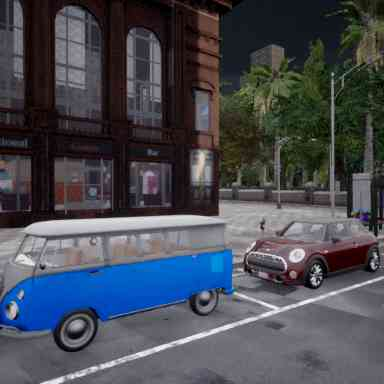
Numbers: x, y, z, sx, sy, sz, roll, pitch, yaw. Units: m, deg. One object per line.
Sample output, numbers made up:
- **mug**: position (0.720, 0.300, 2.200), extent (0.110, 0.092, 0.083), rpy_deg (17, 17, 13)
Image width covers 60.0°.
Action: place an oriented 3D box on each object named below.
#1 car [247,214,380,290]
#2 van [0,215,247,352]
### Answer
- **car**: position (3.294, 1.440, 9.047), extent (4.097, 1.590, 1.967), rpy_deg (0, 0, -36)
- **van**: position (-1.106, 1.341, 5.872), extent (3.998, 1.788, 1.690), rpy_deg (0, 0, -36)
